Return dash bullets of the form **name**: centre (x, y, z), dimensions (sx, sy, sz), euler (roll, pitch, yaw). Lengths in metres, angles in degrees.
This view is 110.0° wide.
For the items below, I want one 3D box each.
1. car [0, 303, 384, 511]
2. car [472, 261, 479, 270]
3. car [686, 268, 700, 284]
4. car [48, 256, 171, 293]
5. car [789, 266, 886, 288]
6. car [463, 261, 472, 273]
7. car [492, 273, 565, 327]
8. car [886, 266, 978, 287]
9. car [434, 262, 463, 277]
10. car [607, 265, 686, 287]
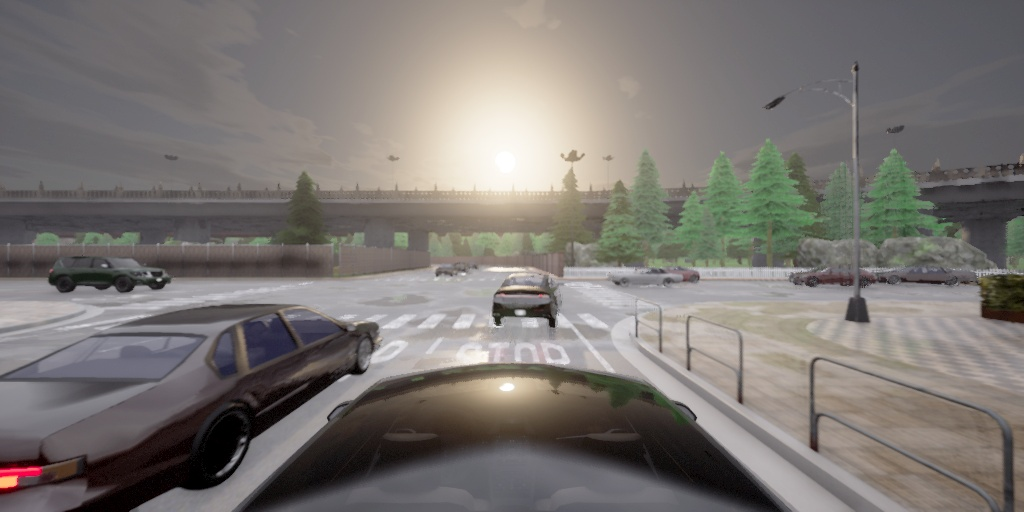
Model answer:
- **car**: centre (-3.415, 1.315, 4.521), dimensions (2.033, 1.411, 5.357), euler (0, 0, 0)
- **car**: centre (-7.025, 1.617, 63.570), dimensions (2.128, 1.511, 4.902), euler (0, 0, 0)
- **car**: centre (12.330, 1.417, 28.008), dimensions (4.181, 1.385, 1.994), euler (0, 0, 2)
- **car**: centre (-23.417, 1.034, 20.990), dimensions (5.566, 2.045, 2.150), euler (0, 0, 0)
- **car**: centre (21.316, 1.355, 23.932), dimensions (4.674, 1.442, 1.812), euler (0, 0, 11)
- **car**: centre (-7.101, 1.544, 49.387), dimensions (1.837, 1.490, 4.892), euler (0, 0, 0)
- **car**: centre (0.656, 1.304, 11.937), dimensions (2.128, 1.511, 4.902), euler (0, 0, 10)
- **car**: centre (28.866, 1.386, 25.494), dimensions (5.357, 1.411, 2.033), euler (0, 0, 22)
- **car**: centre (-7.101, 1.527, 39.496), dimensions (2.033, 1.411, 5.357), euler (0, 0, 0)
- **car**: centre (9.035, 1.435, 24.727), dimensions (4.718, 1.301, 1.895), euler (0, 0, 1)
